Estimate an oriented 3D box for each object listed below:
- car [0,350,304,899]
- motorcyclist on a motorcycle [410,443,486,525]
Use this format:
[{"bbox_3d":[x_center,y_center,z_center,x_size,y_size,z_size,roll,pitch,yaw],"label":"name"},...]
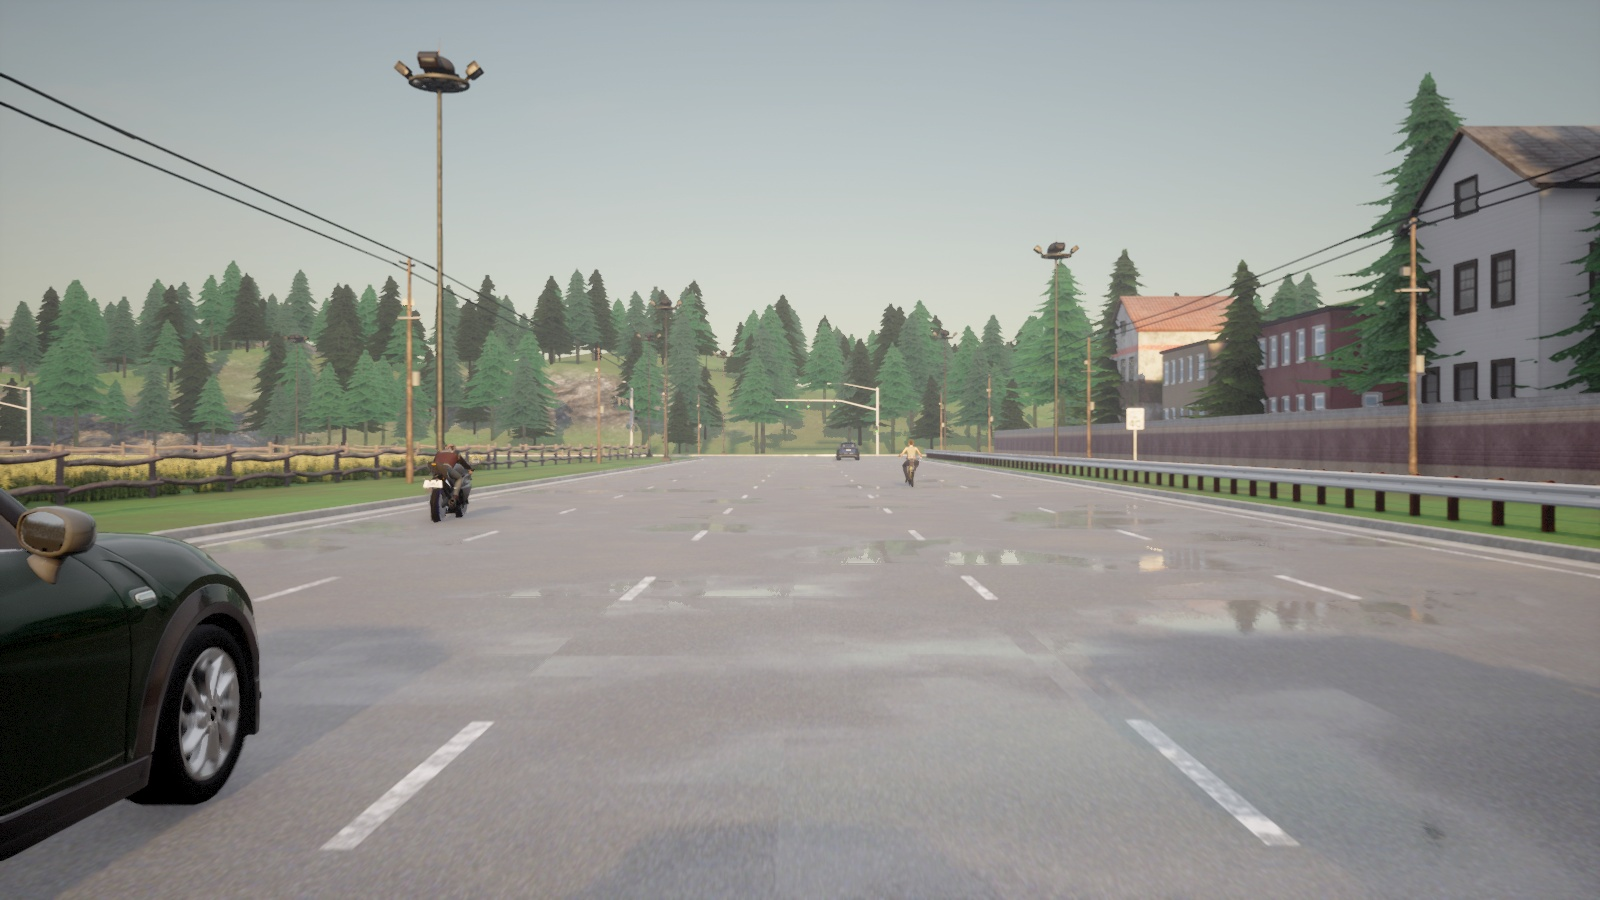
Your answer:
[{"bbox_3d":[-3.463,0.581,3.811,2.097,1.767,4.553,0,0,0],"label":"car"},{"bbox_3d":[-6.845,0.638,24.539,0.866,1.530,2.191,0,0,0],"label":"motorcyclist on a motorcycle"}]
